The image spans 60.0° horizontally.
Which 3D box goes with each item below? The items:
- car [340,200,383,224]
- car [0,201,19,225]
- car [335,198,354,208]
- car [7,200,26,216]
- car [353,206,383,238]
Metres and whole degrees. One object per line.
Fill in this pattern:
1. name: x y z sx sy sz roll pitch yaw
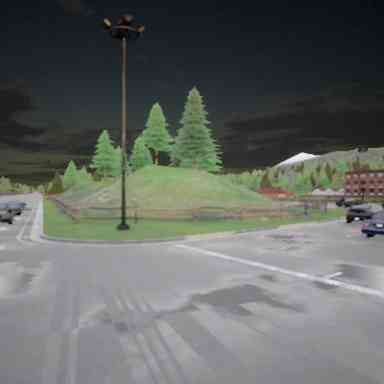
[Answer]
1. car: 13.107 1.615 24.985 1.837 1.490 4.892 0 0 42
2. car: -14.046 1.633 24.209 1.994 1.385 4.181 0 0 -24
3. car: 22.910 1.718 49.438 1.837 1.490 4.892 0 0 2
4. car: -18.074 1.573 33.250 1.882 1.535 5.008 0 0 -24
5. car: 10.606 1.625 17.288 5.357 1.411 2.033 0 0 -43
